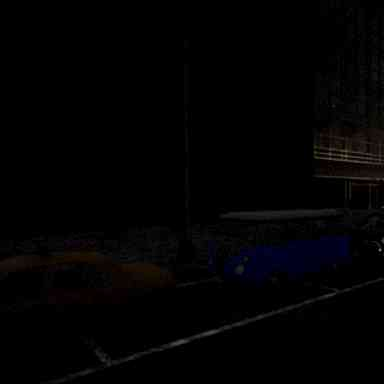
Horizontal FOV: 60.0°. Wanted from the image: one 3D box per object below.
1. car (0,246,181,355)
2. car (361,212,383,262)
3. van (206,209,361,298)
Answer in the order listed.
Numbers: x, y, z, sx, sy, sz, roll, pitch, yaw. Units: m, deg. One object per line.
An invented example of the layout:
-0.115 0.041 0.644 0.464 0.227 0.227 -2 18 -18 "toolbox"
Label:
-2.470 1.526 4.886 4.829 1.417 1.752 0 0 -36 "car"
6.801 1.440 11.501 4.097 1.590 1.967 0 0 -36 "car"
2.235 1.341 8.243 3.998 1.788 1.690 0 0 -36 "van"
